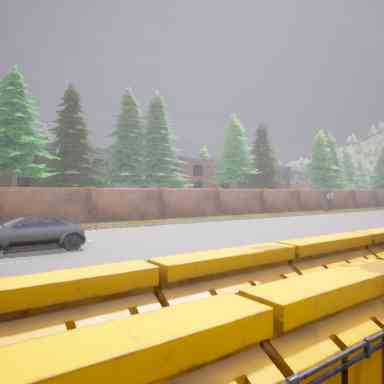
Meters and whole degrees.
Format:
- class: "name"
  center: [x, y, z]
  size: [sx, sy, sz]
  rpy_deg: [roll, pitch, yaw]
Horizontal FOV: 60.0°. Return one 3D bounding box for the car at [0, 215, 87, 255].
- class: "car"
  center: [-6.172, 1.564, 12.470]
  size: [4.181, 1.385, 1.994]
  rpy_deg: [0, 0, -36]
